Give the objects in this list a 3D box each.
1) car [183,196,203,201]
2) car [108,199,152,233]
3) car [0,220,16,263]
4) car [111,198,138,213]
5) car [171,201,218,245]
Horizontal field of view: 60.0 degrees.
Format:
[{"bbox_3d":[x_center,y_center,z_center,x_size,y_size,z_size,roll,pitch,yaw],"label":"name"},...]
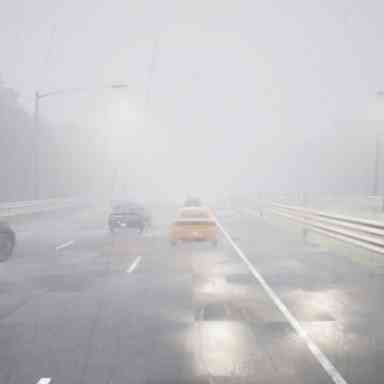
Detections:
[{"bbox_3d":[0.093,1.212,36.008,1.837,1.490,4.892,0,1,0],"label":"car"},{"bbox_3d":[-3.403,1.393,18.981,2.128,1.511,4.902,0,1,0],"label":"car"},{"bbox_3d":[-6.902,1.201,8.616,2.150,2.045,5.566,0,0,0],"label":"car"},{"bbox_3d":[-6.906,1.325,34.423,1.895,1.301,4.718,0,1,0],"label":"car"},{"bbox_3d":[0.097,1.415,15.219,1.882,1.535,5.008,0,1,0],"label":"car"}]
